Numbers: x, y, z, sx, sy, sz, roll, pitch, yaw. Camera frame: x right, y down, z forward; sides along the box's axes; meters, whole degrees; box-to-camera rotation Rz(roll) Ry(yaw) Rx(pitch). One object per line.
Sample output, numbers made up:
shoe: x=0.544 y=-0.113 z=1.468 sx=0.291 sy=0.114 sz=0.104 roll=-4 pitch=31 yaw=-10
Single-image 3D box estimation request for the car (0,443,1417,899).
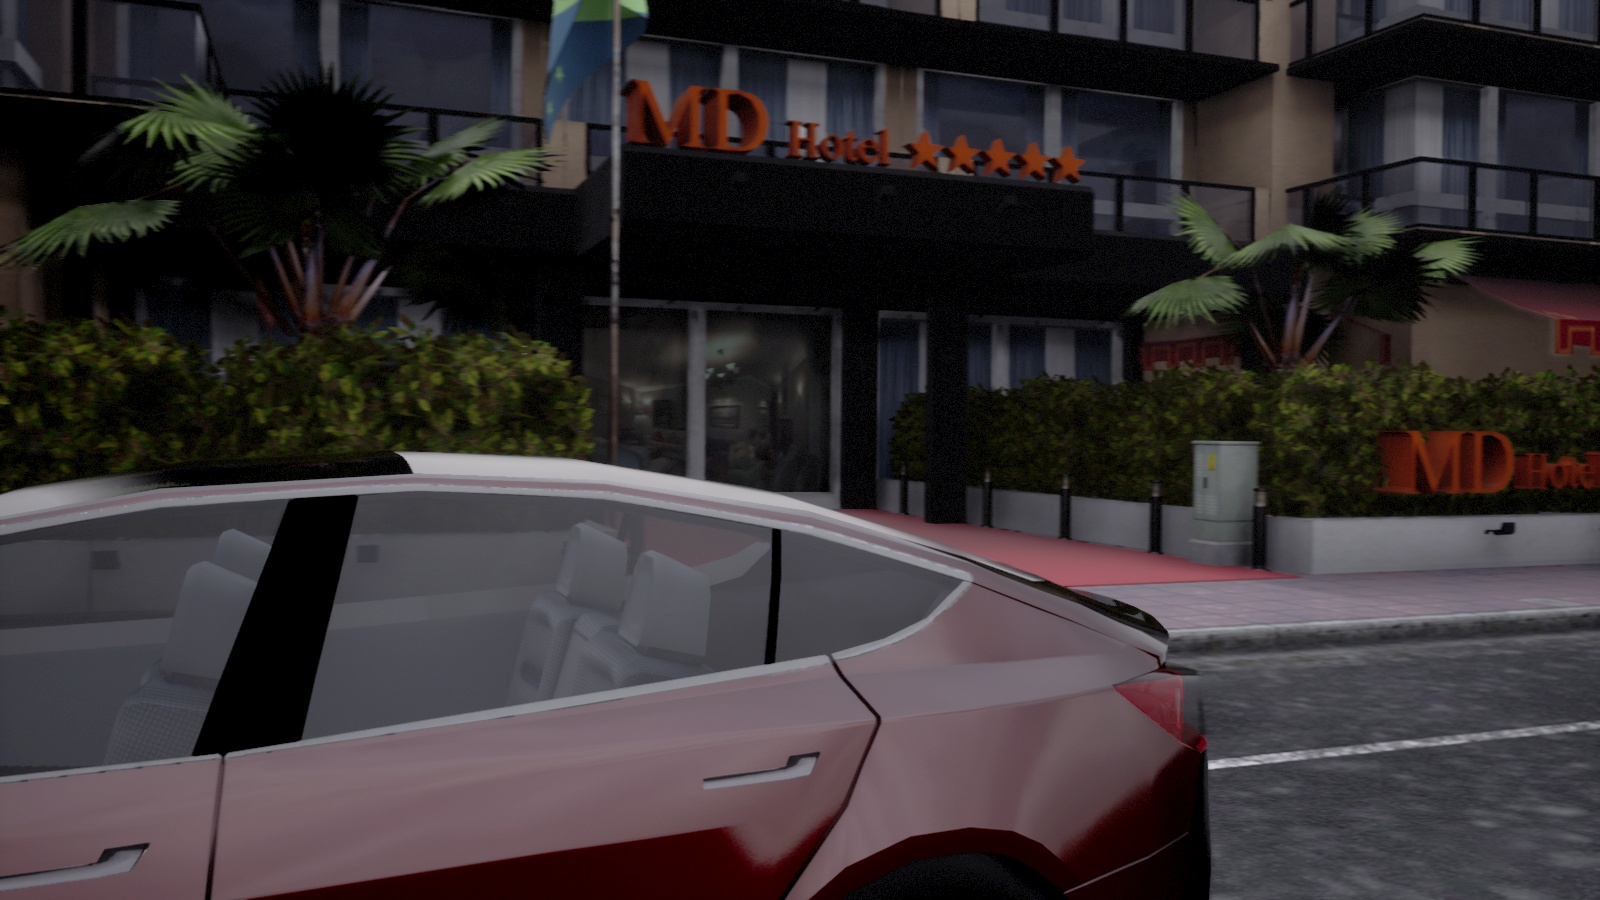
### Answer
car: x=-1.368 y=0.768 z=2.720 sx=4.792 sy=1.488 sz=2.163 roll=-1 pitch=1 yaw=-21
